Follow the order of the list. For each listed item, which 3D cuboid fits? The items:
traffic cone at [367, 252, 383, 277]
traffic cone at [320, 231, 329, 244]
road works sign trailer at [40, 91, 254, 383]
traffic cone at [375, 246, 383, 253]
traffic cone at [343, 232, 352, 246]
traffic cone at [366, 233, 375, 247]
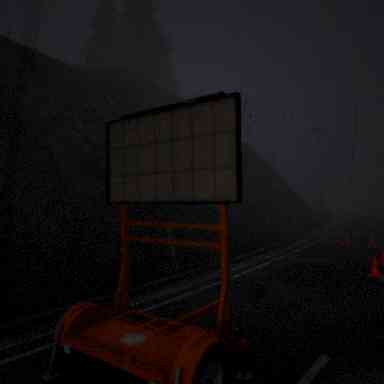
[{"bbox_3d":[5.189,2.074,9.436,0.340,0.580,0.340,-2,-1,37],"label":"traffic cone"},{"bbox_3d":[6.391,2.188,16.035,0.340,0.580,0.340,-2,-1,37],"label":"traffic cone"},{"bbox_3d":[-0.225,0.571,4.759,2.380,3.560,2.880,-2,-1,37],"label":"road works sign trailer"},{"bbox_3d":[6.389,2.088,11.036,0.340,0.580,0.340,-2,-1,37],"label":"traffic cone"},{"bbox_3d":[7.191,2.164,15.435,0.340,0.580,0.340,-2,-1,37],"label":"traffic cone"},{"bbox_3d":[7.990,2.140,14.835,0.340,0.580,0.340,-2,-1,37],"label":"traffic cone"}]
